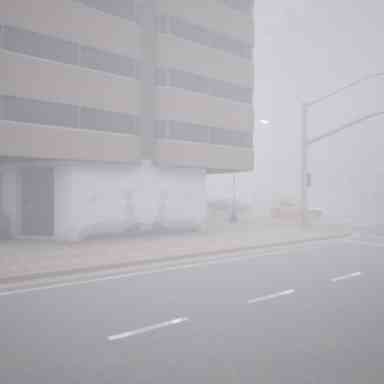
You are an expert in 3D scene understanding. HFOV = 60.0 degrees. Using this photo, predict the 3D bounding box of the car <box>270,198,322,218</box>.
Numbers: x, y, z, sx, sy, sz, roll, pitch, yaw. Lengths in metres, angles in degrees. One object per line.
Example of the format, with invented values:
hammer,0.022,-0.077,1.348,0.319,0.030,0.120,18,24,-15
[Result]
car,9.531,1.587,30.688,1.882,1.535,5.008,0,0,-36

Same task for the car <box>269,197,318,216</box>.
car,10.642,1.477,35.116,2.097,1.767,4.553,0,0,-36

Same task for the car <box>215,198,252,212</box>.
car,5.235,1.602,42.571,1.882,1.535,5.008,0,0,-36

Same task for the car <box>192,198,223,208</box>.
car,2.415,1.688,52.724,2.033,1.411,5.357,0,0,-36

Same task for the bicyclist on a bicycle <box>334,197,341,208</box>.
bicyclist on a bicycle,20.307,1.488,46.447,1.656,1.620,0.582,0,0,-36

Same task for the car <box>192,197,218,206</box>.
car,2.262,1.647,59.370,2.128,1.511,4.902,0,0,-31

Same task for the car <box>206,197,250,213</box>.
car,4.048,1.587,38.253,1.882,1.535,5.008,0,0,-36
